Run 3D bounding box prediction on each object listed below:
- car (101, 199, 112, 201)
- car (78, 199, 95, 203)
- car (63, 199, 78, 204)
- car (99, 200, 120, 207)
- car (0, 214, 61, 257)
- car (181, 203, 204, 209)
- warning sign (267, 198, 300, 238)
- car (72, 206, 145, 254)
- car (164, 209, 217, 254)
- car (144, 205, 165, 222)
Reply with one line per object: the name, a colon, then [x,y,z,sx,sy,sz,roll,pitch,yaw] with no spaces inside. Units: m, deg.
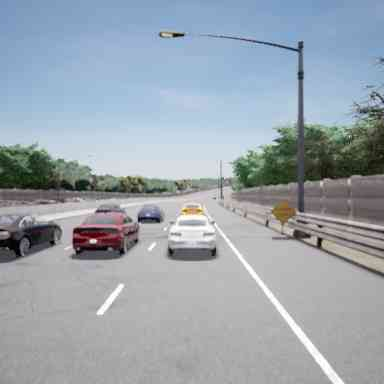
car: [-16.856,2.039,65.569,2.128,1.511,4.902,0,-1,2]
car: [-20.350,2.046,65.707,1.812,1.442,4.674,0,0,2]
car: [-23.846,2.044,65.845,2.128,1.511,4.902,0,-1,2]
car: [-6.971,1.752,28.508,1.837,1.490,4.892,0,0,1]
car: [-6.981,1.617,13.509,2.128,1.511,4.902,0,0,0]
car: [0.038,1.728,29.233,1.882,1.535,5.008,0,0,1]
warning sign: [4.581,1.270,16.734,1.300,1.860,1.060,2,1,0]
car: [-3.474,1.608,14.230,1.882,1.535,5.008,0,0,0]
car: [0.022,1.653,13.901,1.812,1.442,4.674,0,0,0]
car: [-3.472,1.810,28.513,1.994,1.385,4.181,0,0,1]
